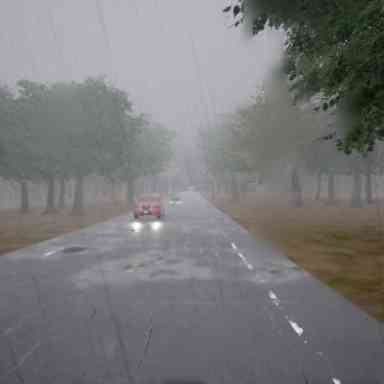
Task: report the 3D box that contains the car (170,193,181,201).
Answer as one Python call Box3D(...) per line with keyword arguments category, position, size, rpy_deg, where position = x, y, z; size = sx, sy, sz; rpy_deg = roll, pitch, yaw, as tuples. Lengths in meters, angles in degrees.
Box3D(category="car", position=(-3.506, 1.046, 70.044), size=(2.097, 1.767, 4.553), rpy_deg=(0, 1, 0))

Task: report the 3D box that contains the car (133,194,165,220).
Box3D(category="car", position=(-3.596, 1.202, 28.741), size=(2.150, 2.045, 5.566), rpy_deg=(0, 0, 0))
